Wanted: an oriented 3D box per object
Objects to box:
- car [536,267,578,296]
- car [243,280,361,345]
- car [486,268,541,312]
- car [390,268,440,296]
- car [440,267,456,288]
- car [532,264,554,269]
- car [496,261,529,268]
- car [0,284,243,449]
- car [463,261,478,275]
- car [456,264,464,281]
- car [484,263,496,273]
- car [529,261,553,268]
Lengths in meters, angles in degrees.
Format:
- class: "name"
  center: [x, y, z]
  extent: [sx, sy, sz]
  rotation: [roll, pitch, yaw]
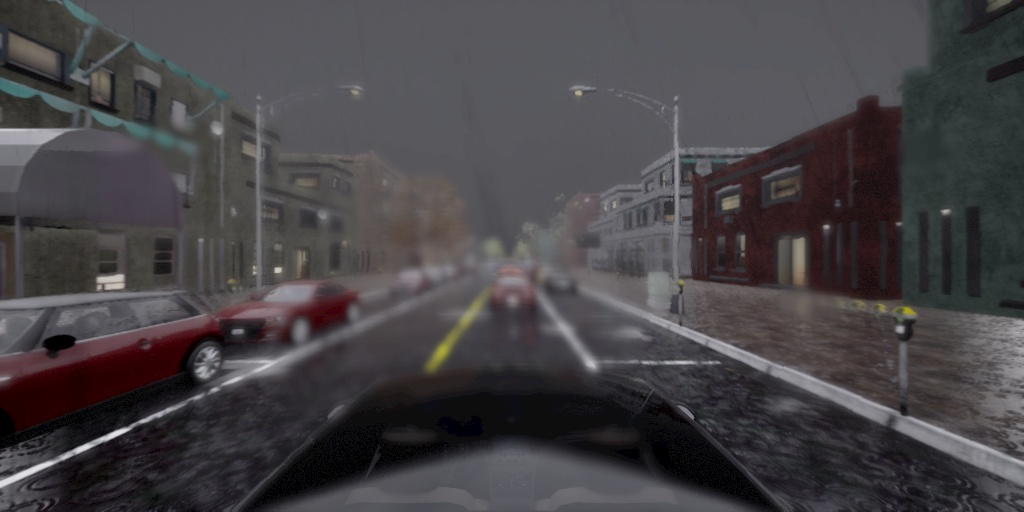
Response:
- class: "car"
  center: [2.702, 1.509, 20.812]
  extent: [1.948, 1.339, 4.313]
  rotation: [0, 0, 0]
- class: "car"
  center: [-5.683, 1.376, 9.717]
  extent: [1.888, 1.381, 4.507]
  rotation: [0, 0, 0]
- class: "car"
  center: [0.054, 1.409, 14.896]
  extent: [1.812, 1.442, 4.674]
  rotation: [0, 0, 0]
- class: "car"
  center: [-5.679, 1.525, 20.813]
  extent: [1.802, 1.307, 4.207]
  rotation: [0, 0, 0]
- class: "car"
  center: [-5.677, 1.550, 26.361]
  extent: [2.007, 1.370, 4.403]
  rotation: [0, 0, 0]
- class: "car"
  center: [2.705, 1.525, 26.529]
  extent: [1.751, 1.417, 4.829]
  rotation: [0, 0, 0]
- class: "car"
  center: [0.056, 1.378, 29.073]
  extent: [2.097, 1.767, 4.553]
  rotation: [0, -1, 1]
- class: "car"
  center: [-5.686, 1.215, 4.169]
  extent: [1.967, 1.591, 4.097]
  rotation: [0, 0, 0]
- class: "car"
  center: [-5.668, 1.538, 48.553]
  extent: [2.192, 1.841, 5.009]
  rotation: [0, 0, 0]
- class: "car"
  center: [-5.674, 1.637, 31.910]
  extent: [1.802, 1.307, 4.207]
  rotation: [0, 0, 0]
- class: "car"
  center: [-3.063, 1.798, 53.471]
  extent: [1.812, 1.442, 4.674]
  rotation: [0, -1, 0]
- class: "car"
  center: [2.706, 1.370, 31.909]
  extent: [2.192, 1.841, 5.009]
  rotation: [0, 0, 0]
